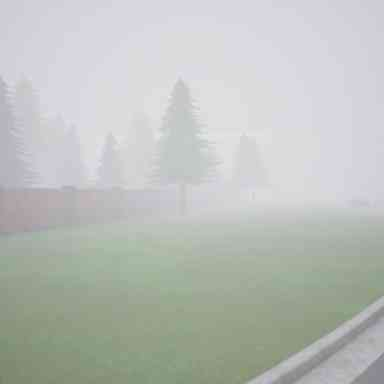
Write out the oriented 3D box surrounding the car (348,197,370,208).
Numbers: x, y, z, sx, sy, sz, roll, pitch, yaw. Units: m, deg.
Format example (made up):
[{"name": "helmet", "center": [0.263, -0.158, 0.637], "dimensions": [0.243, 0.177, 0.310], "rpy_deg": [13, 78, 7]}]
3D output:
[{"name": "car", "center": [22.651, 1.369, 45.212], "dimensions": [1.994, 1.385, 4.181], "rpy_deg": [0, 0, 15]}]
